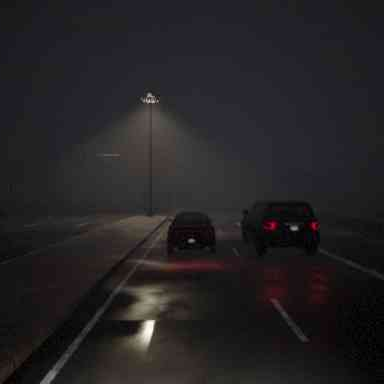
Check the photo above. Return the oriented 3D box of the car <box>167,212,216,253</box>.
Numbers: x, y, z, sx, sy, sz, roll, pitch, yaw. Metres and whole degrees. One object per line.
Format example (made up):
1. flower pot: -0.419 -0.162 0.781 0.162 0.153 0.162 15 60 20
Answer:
1. car: -0.014 1.614 14.448 1.882 1.535 5.008 0 0 0

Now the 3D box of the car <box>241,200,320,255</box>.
1. car: 3.482 1.349 14.000 2.150 2.045 5.566 0 0 0
